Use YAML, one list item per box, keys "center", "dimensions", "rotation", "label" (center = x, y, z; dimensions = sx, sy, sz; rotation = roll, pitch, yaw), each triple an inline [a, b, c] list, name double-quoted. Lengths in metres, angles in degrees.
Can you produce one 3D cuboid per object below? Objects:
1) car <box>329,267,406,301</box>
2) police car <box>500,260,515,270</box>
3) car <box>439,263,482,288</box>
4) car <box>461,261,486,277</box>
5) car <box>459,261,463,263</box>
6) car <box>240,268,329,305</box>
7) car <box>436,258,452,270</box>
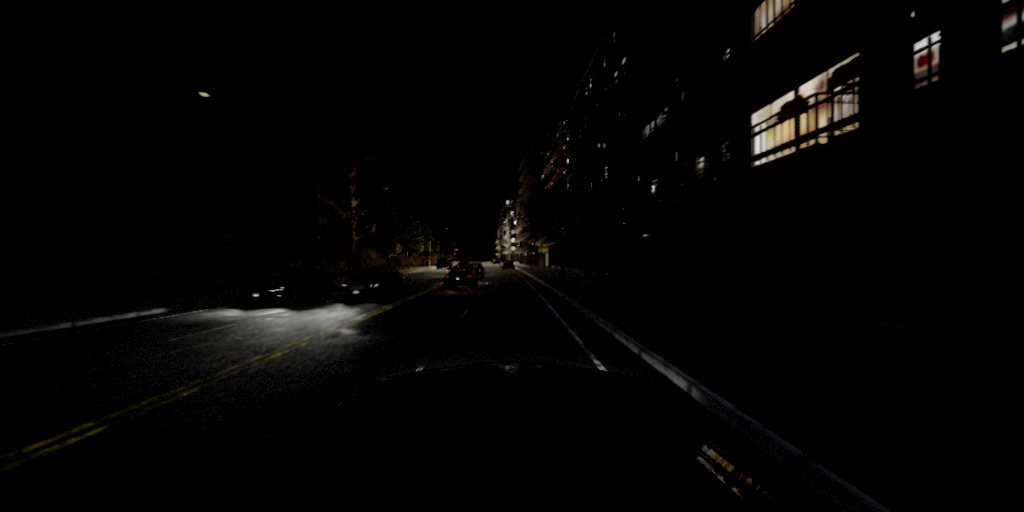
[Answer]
- center: [-6.696, 1.300, 17.814]
  dimensions: [2.128, 1.511, 4.902]
  rotation: [0, 0, -1]
  label: "car"
- center: [-0.598, 1.496, 61.172]
  dimensions: [1.930, 1.638, 5.238]
  rotation: [0, 0, -3]
  label: "police car"
- center: [-3.430, 1.414, 24.575]
  dimensions: [1.994, 1.385, 4.181]
  rotation: [0, 0, 0]
  label: "car"
- center: [-3.778, 1.467, 37.466]
  dimensions: [2.033, 1.411, 5.357]
  rotation: [0, 0, -1]
  label: "car"
- center: [-8.063, 1.522, 60.165]
  dimensions: [1.882, 1.535, 5.008]
  rotation: [0, 0, -2]
  label: "car"
- center: [-9.931, 1.297, 16.300]
  dimensions: [1.837, 1.490, 4.892]
  rotation: [0, -1, -1]
  label: "car"
- center: [-11.319, 1.280, 60.356]
  dimensions: [2.150, 2.045, 5.566]
  rotation: [0, 0, -2]
  label: "car"
